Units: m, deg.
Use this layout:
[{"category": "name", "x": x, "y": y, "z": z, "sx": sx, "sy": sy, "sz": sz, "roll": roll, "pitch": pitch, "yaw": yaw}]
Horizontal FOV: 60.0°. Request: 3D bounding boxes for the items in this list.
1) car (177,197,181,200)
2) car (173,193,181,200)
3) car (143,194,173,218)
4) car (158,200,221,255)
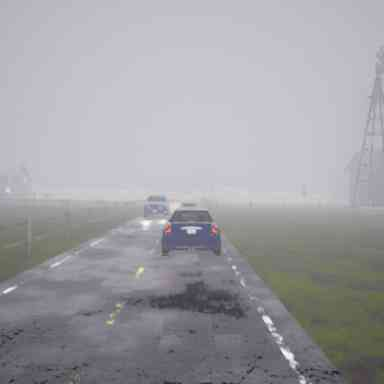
[{"category": "car", "x": -0.257, "y": 1.549, "z": 31.215, "sx": 1.837, "sy": 1.490, "sz": 4.892, "roll": 0, "pitch": 0, "yaw": -1}, {"category": "car", "x": -3.579, "y": 1.303, "z": 71.966, "sx": 2.150, "sy": 2.045, "sz": 5.566, "roll": 0, "pitch": 0, "yaw": -1}, {"category": "car", "x": -3.194, "y": 1.263, "z": 30.878, "sx": 2.150, "sy": 2.045, "sz": 5.566, "roll": 0, "pitch": 0, "yaw": -1}, {"category": "car", "x": -0.042, "y": 1.369, "z": 13.430, "sx": 2.097, "sy": 1.767, "sz": 4.553, "roll": 0, "pitch": 0, "yaw": -1}]
